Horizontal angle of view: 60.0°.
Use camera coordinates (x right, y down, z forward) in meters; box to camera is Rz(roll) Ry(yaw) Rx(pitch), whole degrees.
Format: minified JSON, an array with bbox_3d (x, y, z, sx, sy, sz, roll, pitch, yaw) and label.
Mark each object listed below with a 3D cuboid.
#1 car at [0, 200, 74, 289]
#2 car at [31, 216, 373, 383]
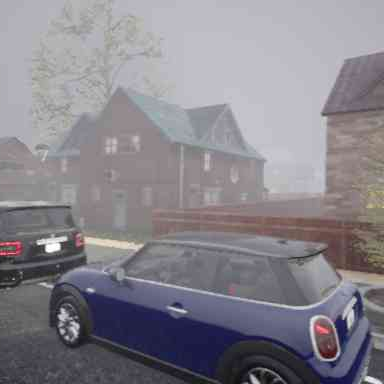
[{"bbox_3d":[-5.020,1.219,8.308,5.566,2.045,2.150,0,0,35],"label":"car"},{"bbox_3d":[-0.041,1.361,4.788,4.553,1.767,2.097,0,0,35],"label":"car"}]
